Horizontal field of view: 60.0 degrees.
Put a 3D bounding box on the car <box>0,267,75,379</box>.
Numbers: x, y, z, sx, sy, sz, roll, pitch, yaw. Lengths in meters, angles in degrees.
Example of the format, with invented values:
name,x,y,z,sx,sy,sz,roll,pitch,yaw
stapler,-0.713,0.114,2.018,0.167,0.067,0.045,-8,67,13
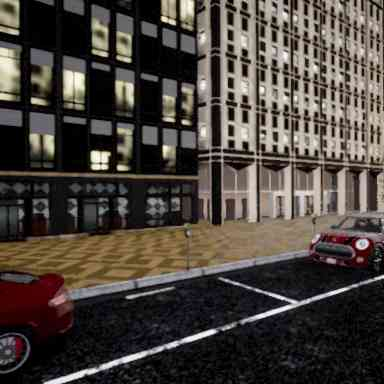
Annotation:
name,x,y,z,sx,sy,sz,roll,pitch,yaw
car,-3.614,1.596,3.963,4.206,1.307,1.802,0,0,-36

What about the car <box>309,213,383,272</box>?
name,x,y,z,sx,sy,sz,roll,pitch,yaw
car,5.590,1.437,10.663,4.097,1.590,1.967,0,0,-36
